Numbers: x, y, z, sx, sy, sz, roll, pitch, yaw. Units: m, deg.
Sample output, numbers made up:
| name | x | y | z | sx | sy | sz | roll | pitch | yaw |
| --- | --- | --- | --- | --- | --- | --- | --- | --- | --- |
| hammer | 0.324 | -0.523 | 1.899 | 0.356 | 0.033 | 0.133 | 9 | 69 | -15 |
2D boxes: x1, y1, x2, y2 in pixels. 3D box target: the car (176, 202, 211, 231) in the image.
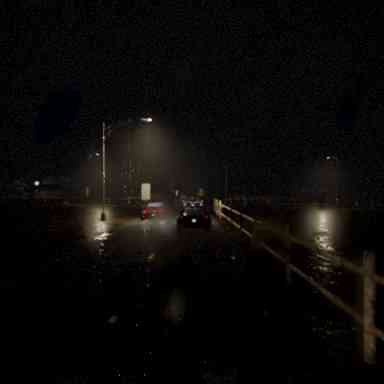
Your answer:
| name | x | y | z | sx | sy | sz | roll | pitch | yaw |
| --- | --- | --- | --- | --- | --- | --- | --- | --- | --- |
| car | 0.098 | 1.493 | 19.814 | 1.994 | 1.385 | 4.181 | 0 | 0 | 0 |

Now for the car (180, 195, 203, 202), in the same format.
| name | x | y | z | sx | sy | sz | roll | pitch | yaw |
| --- | --- | --- | --- | --- | --- | --- | --- | --- | --- |
| car | 0.090 | 1.277 | 34.165 | 2.097 | 1.767 | 4.553 | 0 | 0 | 0 |

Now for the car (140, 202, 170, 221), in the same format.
| name | x | y | z | sx | sy | sz | roll | pitch | yaw |
| --- | --- | --- | --- | --- | --- | --- | --- | --- | --- |
| car | -2.833 | 1.488 | 26.278 | 1.994 | 1.385 | 4.181 | 0 | 0 | 0 |
